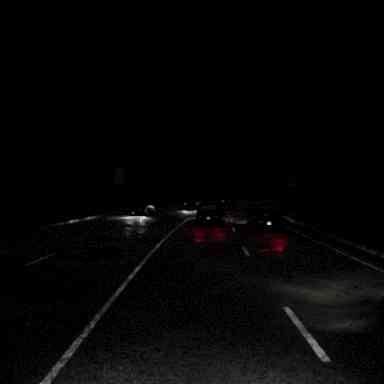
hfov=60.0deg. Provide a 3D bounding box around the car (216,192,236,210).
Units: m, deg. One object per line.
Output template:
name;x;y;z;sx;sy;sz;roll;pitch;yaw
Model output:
car;4.313;1.196;42.123;2.150;2.045;5.566;0;0;13

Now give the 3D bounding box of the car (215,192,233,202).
car;7.102;1.125;72.656;2.150;2.045;5.566;0;0;24

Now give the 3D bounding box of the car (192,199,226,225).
car;1.315;1.509;24.003;1.812;1.442;4.674;0;0;6

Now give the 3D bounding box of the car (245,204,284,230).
car;4.523;1.494;21.012;1.837;1.490;4.892;0;0;5

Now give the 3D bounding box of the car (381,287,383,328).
car;3.653;1.478;2.826;1.882;1.535;5.008;0;0;1

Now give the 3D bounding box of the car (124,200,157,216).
car;-4.884;1.514;32.471;2.033;1.411;5.357;0;0;9

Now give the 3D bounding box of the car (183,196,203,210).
car;0.391;1.319;41.431;2.097;1.767;4.553;0;0;13
